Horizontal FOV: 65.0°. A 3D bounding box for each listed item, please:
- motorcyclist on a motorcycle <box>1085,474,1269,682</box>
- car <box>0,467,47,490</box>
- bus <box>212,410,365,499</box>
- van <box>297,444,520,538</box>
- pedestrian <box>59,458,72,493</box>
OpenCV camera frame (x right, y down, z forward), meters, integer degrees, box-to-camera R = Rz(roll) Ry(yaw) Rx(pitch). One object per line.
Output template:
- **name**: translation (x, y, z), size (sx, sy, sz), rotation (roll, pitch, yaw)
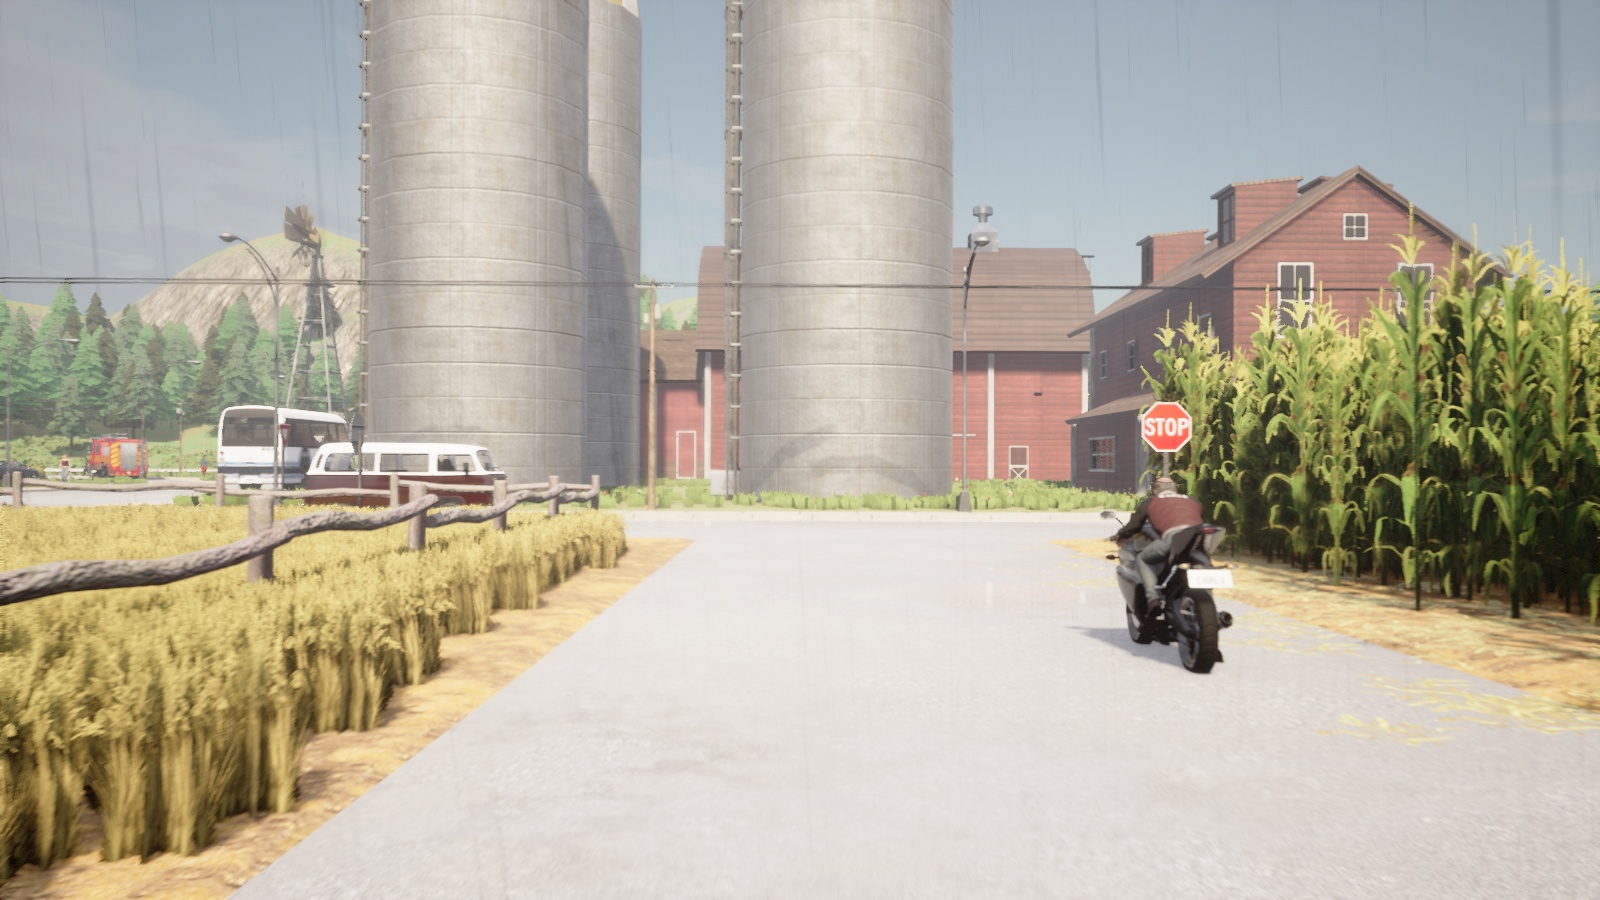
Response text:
- **motorcyclist on a motorcycle**: translation (3.074, 0.978, 10.507), size (0.866, 1.530, 2.191), rotation (0, -1, 0)
- **car**: translation (-52.673, 1.885, 83.678), size (2.128, 1.511, 4.902), rotation (0, 0, -1)
- **bus**: translation (-26.385, 0.258, 65.526), size (3.944, 4.253, 10.273), rotation (0, -1, -1)
- **van**: translation (-8.942, 0.913, 28.967), size (4.480, 2.038, 2.069), rotation (-1, -1, 0)
- **pedestrian**: translation (-38.279, 1.337, 65.463), size (0.345, 1.836, 0.594), rotation (0, -1, -2)
